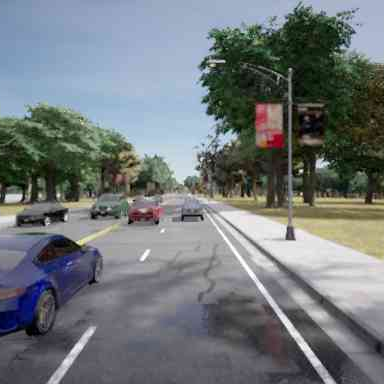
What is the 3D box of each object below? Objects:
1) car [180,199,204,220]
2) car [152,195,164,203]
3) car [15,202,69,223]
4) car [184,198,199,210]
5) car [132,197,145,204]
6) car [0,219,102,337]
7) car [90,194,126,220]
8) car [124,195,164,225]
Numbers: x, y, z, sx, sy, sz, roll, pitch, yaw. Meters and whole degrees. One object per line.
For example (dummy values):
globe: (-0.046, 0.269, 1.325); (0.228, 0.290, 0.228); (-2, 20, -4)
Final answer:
car: (0.016, 1.500, 27.723); (2.033, 1.411, 5.357); (0, 0, 0)
car: (-6.968, 1.470, 68.535); (1.837, 1.490, 4.892); (0, 0, -1)
car: (-9.907, 1.436, 22.367); (1.882, 1.535, 5.008); (0, 0, 0)
car: (-0.103, 1.546, 43.607); (1.895, 1.301, 4.718); (0, 0, 0)
car: (-10.165, 1.563, 63.386); (1.895, 1.301, 4.718); (0, 0, 0)
car: (-3.157, 1.509, 6.488); (1.812, 1.442, 4.674); (0, 0, 0)
car: (-6.680, 1.175, 27.581); (2.150, 2.045, 5.566); (0, 0, 0)
car: (-3.214, 1.308, 23.981); (2.097, 1.767, 4.553); (0, 0, 0)
